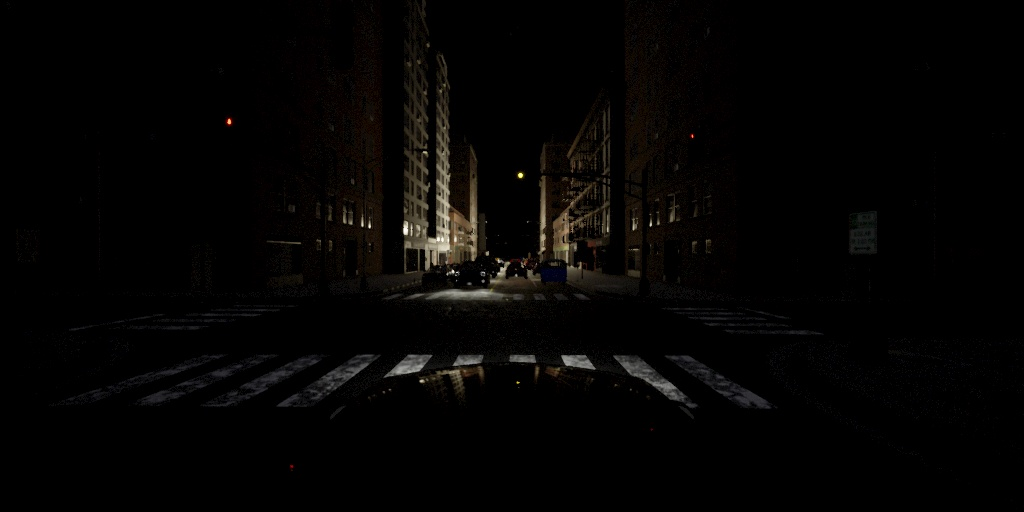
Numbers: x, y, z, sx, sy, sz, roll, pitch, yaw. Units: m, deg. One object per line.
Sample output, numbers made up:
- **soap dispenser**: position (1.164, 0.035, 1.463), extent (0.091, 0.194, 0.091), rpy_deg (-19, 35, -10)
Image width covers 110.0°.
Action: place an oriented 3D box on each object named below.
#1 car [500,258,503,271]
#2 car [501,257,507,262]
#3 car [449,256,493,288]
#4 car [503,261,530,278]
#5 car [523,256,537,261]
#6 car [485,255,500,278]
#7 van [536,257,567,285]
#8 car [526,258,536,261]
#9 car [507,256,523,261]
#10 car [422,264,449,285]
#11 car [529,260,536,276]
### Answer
- **car**: position (-2.436, 1.309, 43.882), extent (1.994, 1.385, 4.181), rpy_deg (0, 0, 0)
- **car**: position (-2.188, 1.336, 59.734), extent (1.895, 1.301, 4.718), rpy_deg (0, 0, 1)
- **car**: position (-2.587, 1.100, 23.899), extent (2.097, 1.767, 4.553), rpy_deg (0, 0, 0)
- **car**: position (0.402, 1.348, 33.020), extent (1.895, 1.301, 4.718), rpy_deg (0, 0, 1)
- **car**: position (3.142, 1.053, 53.816), extent (2.192, 1.841, 5.009), rpy_deg (0, 0, 1)
- **car**: position (-2.533, 0.969, 33.826), extent (2.150, 2.045, 5.566), rpy_deg (0, 0, 1)
- **van**: position (2.864, 1.089, 25.411), extent (1.690, 1.789, 3.998), rpy_deg (0, 0, 1)
- **car**: position (3.086, 1.325, 48.135), extent (1.802, 1.307, 4.207), rpy_deg (0, 0, 1)
- **car**: position (0.582, 1.213, 58.250), extent (1.882, 1.535, 5.008), rpy_deg (0, 0, 1)
- **car**: position (-5.161, 1.299, 25.480), extent (2.007, 1.370, 4.403), rpy_deg (0, 0, 1)
- **car**: position (2.975, 1.329, 36.772), extent (1.802, 1.307, 4.207), rpy_deg (0, 0, 1)
